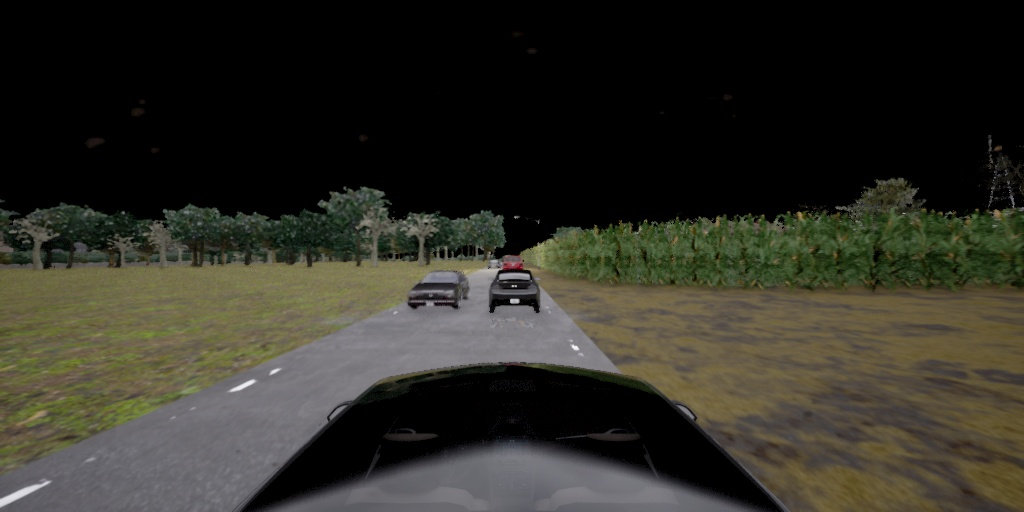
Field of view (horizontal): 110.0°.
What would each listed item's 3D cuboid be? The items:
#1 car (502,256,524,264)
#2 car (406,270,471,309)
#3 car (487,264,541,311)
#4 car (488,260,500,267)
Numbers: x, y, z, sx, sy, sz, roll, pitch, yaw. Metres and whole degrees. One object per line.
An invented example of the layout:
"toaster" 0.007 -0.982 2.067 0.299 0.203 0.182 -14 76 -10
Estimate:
"car" 0.101 0.996 38.174 2.150 2.045 5.566 0 0 0
"car" -2.853 1.303 15.147 2.033 1.411 5.357 0 0 0
"car" 0.090 1.260 14.388 1.837 1.490 4.892 0 0 0
"car" -2.807 1.321 56.434 1.812 1.442 4.674 0 0 0
